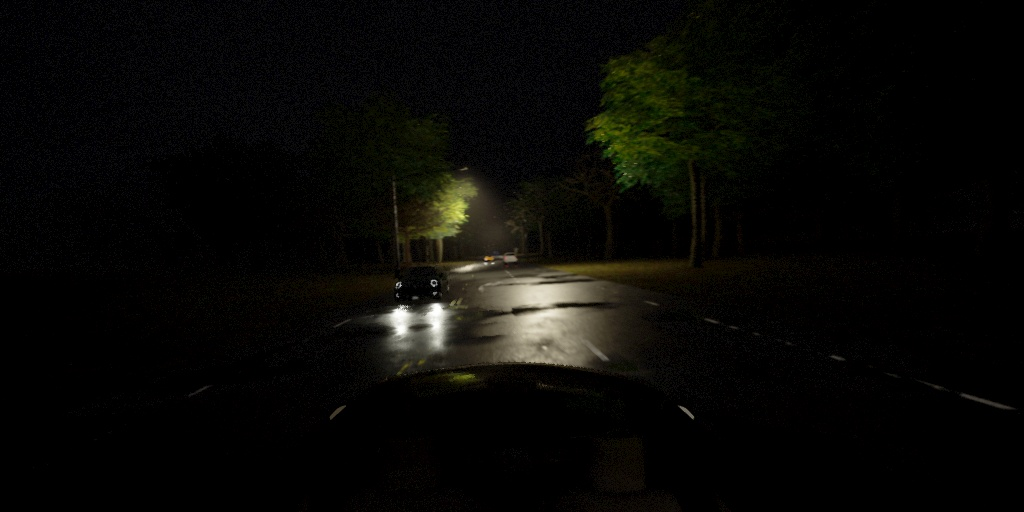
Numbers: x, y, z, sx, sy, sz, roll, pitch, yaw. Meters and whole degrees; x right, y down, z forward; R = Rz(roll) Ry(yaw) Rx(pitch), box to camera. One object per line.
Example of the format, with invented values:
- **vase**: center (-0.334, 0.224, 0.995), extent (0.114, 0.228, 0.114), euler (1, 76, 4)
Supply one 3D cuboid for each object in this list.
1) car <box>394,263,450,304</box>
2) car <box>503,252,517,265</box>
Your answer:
- **car**: center (-4.412, 1.246, 17.960), extent (2.097, 1.767, 4.553), euler (-4, 0, -4)
- **car**: center (-0.389, 0.434, 62.922), extent (2.150, 2.045, 5.566), euler (-4, 1, -4)
